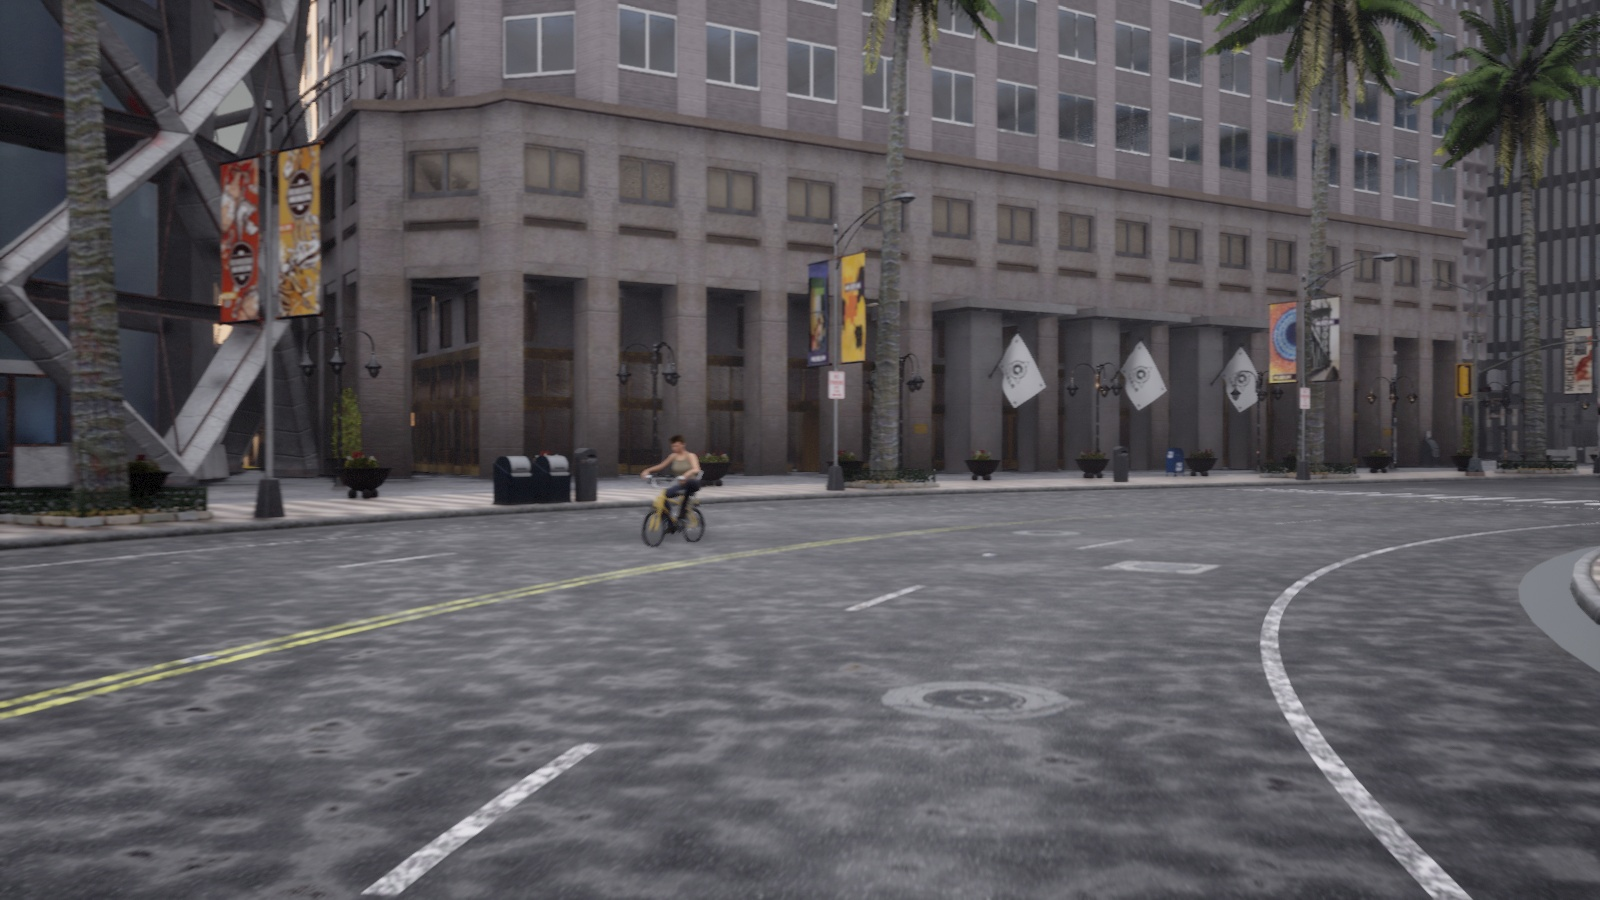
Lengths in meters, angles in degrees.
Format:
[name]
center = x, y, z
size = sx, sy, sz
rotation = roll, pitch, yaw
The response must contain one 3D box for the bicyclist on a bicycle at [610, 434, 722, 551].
[bicyclist on a bicycle]
center = -1.910, 0.577, 18.086
size = 0.866, 1.612, 1.509
rotation = 1, 1, 31
